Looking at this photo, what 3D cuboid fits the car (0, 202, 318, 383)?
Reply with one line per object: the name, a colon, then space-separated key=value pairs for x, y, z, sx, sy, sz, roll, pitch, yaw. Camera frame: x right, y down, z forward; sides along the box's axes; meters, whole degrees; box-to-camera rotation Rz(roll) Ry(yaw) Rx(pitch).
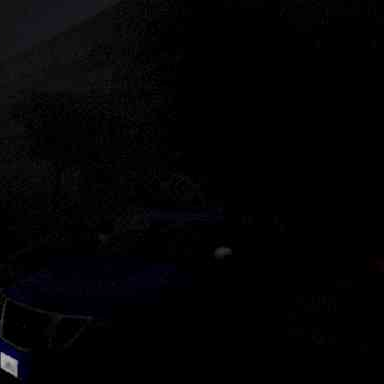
car: x=-0.058 y=1.226 z=5.288 sx=2.435 sy=2.045 sz=5.566 roll=0 pitch=0 yaw=35
